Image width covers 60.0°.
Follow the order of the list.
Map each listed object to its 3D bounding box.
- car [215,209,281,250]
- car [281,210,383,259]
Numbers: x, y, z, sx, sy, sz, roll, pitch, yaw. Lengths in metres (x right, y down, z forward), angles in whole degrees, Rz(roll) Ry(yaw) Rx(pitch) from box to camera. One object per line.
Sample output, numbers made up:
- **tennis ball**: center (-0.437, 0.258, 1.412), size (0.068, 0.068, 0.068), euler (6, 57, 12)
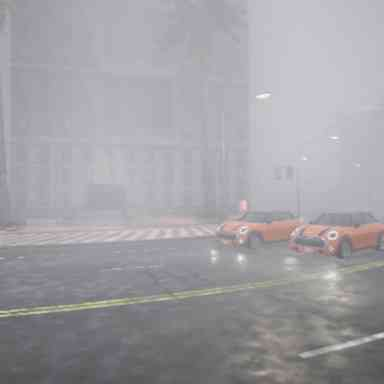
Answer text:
- **car**: center (3.275, 1.660, 16.016), size (4.553, 1.767, 2.097), euler (1, -2, -36)
- **car**: center (6.095, 1.595, 13.775), size (4.553, 1.767, 2.097), euler (1, -2, -37)
